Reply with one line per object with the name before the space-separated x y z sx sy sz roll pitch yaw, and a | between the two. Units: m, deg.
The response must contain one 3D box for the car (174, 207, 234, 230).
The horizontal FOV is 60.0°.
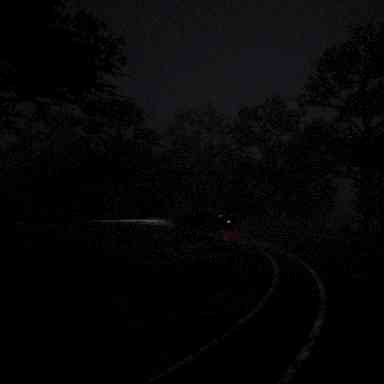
car | 0.753 1.826 24.133 4.902 1.511 2.128 -1 -1 44
